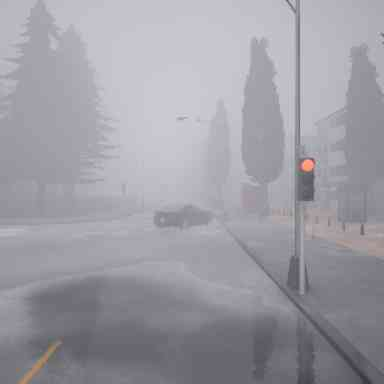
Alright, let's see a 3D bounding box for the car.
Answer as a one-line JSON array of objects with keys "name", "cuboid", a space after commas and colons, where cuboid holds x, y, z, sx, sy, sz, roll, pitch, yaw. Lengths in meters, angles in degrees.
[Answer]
[{"name": "car", "cuboid": [-0.478, 1.478, 21.187, 1.882, 1.535, 5.008, 2, 1, 31]}]
